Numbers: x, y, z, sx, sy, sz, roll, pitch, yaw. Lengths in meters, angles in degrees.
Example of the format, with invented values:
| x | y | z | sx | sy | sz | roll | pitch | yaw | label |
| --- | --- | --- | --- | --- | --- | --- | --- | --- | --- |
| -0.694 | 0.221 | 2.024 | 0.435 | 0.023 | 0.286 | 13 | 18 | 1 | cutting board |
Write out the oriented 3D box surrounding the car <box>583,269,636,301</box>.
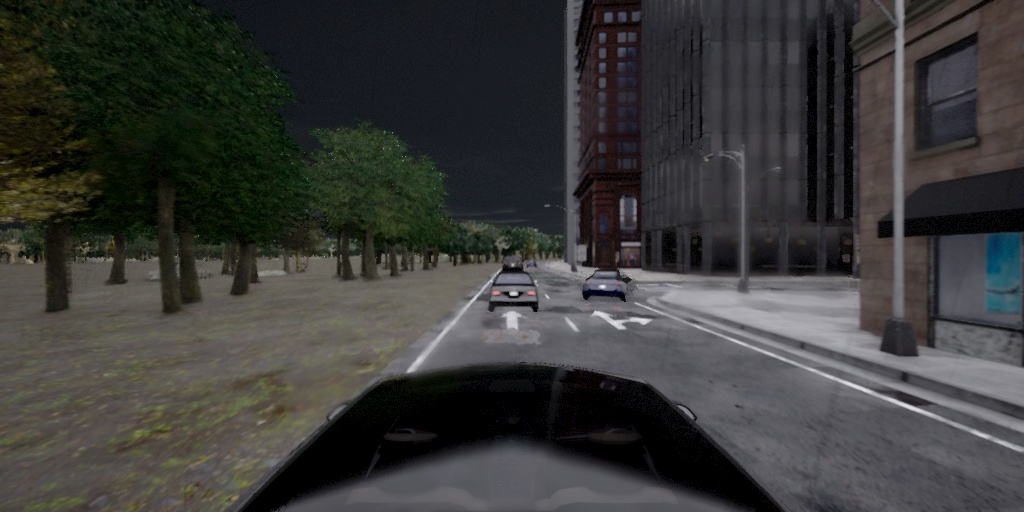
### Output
| x | y | z | sx | sy | sz | roll | pitch | yaw | label |
| --- | --- | --- | --- | --- | --- | --- | --- | --- | --- |
| 4.841 | 1.321 | 17.680 | 1.994 | 1.385 | 4.181 | -1 | 0 | 24 | car |

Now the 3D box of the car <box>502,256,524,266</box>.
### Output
| x | y | z | sx | sy | sz | roll | pitch | yaw | label |
| --- | --- | --- | --- | --- | --- | --- | --- | --- | --- |
| 0.090 | 1.004 | 37.644 | 2.150 | 2.045 | 5.566 | 0 | 0 | 0 | car |

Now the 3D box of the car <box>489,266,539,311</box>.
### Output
| x | y | z | sx | sy | sz | roll | pitch | yaw | label |
| --- | --- | --- | --- | --- | --- | --- | --- | --- | --- |
| 0.076 | 1.303 | 14.422 | 2.033 | 1.411 | 5.357 | 0 | 0 | 1 | car |
